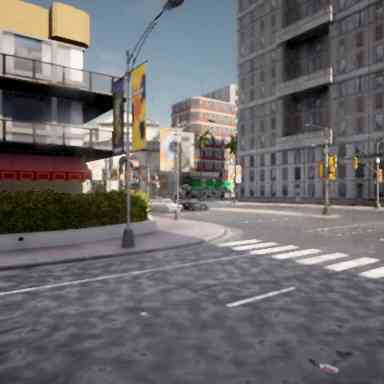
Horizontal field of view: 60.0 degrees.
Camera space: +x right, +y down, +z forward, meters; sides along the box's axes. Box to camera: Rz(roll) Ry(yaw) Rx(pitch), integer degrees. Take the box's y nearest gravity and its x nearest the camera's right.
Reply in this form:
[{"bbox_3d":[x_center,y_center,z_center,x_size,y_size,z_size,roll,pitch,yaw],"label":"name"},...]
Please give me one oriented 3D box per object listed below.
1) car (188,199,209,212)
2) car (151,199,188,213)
[{"bbox_3d":[0.065,1.503,37.854,1.994,1.385,4.181,0,0,-35],"label":"car"},{"bbox_3d":[-2.715,1.474,35.720,1.812,1.442,4.674,0,0,-35],"label":"car"}]
